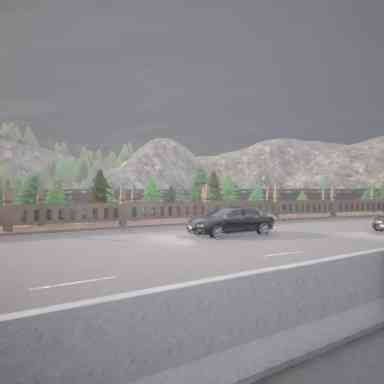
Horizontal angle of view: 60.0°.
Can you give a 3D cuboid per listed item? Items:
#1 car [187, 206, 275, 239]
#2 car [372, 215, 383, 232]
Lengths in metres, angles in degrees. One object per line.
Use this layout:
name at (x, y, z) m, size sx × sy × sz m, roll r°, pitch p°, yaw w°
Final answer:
car at (2.068, 1.505, 17.324) m, size 4.892 × 1.490 × 1.837 m, roll 0°, pitch 0°, yaw -28°
car at (12.177, 1.525, 18.452) m, size 4.674 × 1.442 × 1.812 m, roll 0°, pitch 0°, yaw -24°
